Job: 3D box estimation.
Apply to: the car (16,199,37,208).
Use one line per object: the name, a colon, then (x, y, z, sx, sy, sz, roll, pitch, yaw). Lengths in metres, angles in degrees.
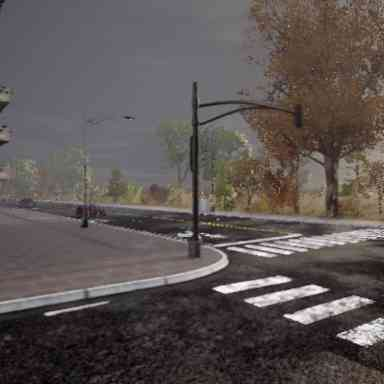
car: (-26.271, 1.787, 53.125, 1.812, 1.442, 4.674, 0, 0, -39)

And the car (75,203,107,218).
car: (-9.947, 1.818, 32.621, 1.994, 1.385, 4.181, 0, 0, -38)
